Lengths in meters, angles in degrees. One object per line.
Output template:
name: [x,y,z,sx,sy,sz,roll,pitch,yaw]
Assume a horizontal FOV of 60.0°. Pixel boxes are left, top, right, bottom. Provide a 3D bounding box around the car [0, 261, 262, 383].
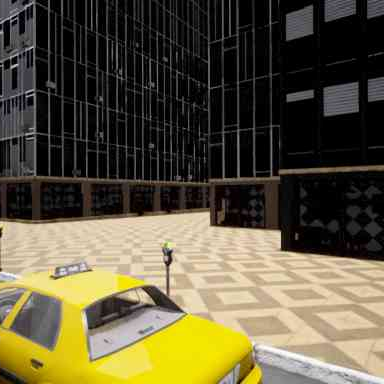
car: [-1.618,1.526,4.021,4.829,1.417,1.752,0,0,35]
